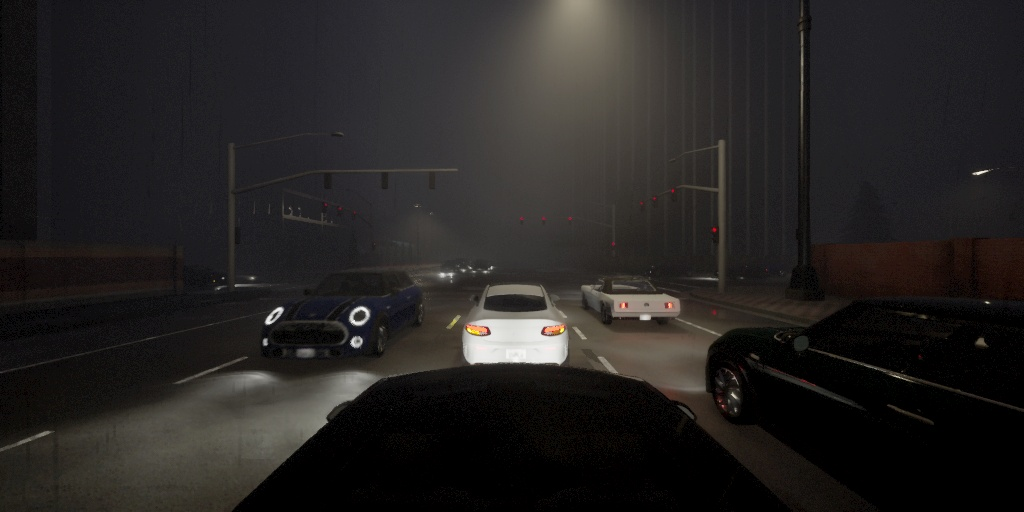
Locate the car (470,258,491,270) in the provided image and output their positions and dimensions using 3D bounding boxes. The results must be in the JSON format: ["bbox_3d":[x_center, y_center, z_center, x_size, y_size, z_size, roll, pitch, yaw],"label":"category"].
[{"bbox_3d":[-4.415,1.228,51.236,1.882,1.535,5.008,0,0,-1],"label":"car"}]

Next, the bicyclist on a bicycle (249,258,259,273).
[{"bbox_3d":[-28.409,1.051,39.513,0.582,1.620,1.656,0,0,-1],"label":"bicyclist on a bicycle"}]

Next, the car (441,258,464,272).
[{"bbox_3d":[-7.893,1.242,46.208,2.128,1.511,4.902,0,0,1],"label":"car"}]

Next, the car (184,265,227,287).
[{"bbox_3d":[-21.419,1.314,24.093,4.181,1.385,1.994,0,0,0],"label":"car"}]

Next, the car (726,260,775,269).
[{"bbox_3d":[20.189,1.314,31.693,4.181,1.385,1.994,0,0,-1],"label":"car"}]

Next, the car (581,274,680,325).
[{"bbox_3d":[3.563,1.351,11.795,1.895,1.301,4.718,0,0,0],"label":"car"}]

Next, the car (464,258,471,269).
[{"bbox_3d":[-7.988,1.102,55.363,2.097,1.767,4.553,0,0,-1],"label":"car"}]

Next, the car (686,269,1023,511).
[{"bbox_3d":[3.599,1.102,2.893,2.097,1.767,4.553,0,0,0],"label":"car"}]

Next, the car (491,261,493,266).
[{"bbox_3d":[-4.556,1.276,60.554,1.812,1.442,4.674,0,0,-1],"label":"car"}]

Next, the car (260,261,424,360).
[{"bbox_3d":[-3.593,1.102,8.497,2.097,1.767,4.553,0,0,0],"label":"car"}]

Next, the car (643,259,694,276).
[{"bbox_3d":[15.338,1.102,35.147,4.553,1.767,2.097,0,0,0],"label":"car"}]

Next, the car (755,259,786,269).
[{"bbox_3d":[24.230,1.102,35.229,4.553,1.767,2.097,0,0,0],"label":"car"}]

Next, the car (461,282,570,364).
[{"bbox_3d":[0.059,1.276,7.577,1.812,1.442,4.674,0,0,0],"label":"car"}]
